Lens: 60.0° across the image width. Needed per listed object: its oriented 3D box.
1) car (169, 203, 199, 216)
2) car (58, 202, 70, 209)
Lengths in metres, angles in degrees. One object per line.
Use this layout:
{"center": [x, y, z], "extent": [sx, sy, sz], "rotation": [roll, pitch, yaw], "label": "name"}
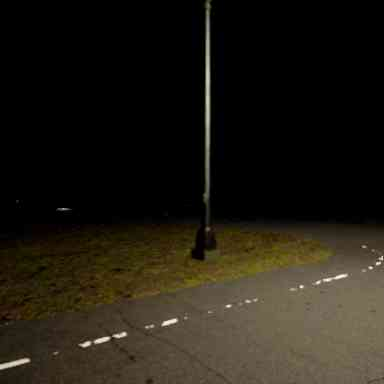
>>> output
{"center": [-1.055, 2.237, 42.991], "extent": [1.882, 1.535, 5.008], "rotation": [3, -3, -36], "label": "car"}
{"center": [-26.640, 2.754, 69.043], "extent": [2.128, 1.511, 4.902], "rotation": [2, -2, -29], "label": "car"}
